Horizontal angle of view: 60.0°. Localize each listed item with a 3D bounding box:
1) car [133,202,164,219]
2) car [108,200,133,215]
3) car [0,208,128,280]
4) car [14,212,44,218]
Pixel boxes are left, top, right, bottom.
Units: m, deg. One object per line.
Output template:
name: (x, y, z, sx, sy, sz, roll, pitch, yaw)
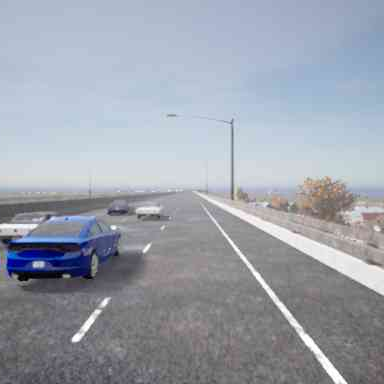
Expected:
car: (-3.460, 1.535, 28.363, 1.895, 1.301, 4.718, 0, 0, 0)
car: (-6.970, 1.489, 33.013, 1.994, 1.385, 4.181, 0, 0, 0)
car: (-3.419, 1.457, 9.883, 1.882, 1.535, 5.008, 0, 0, 0)
car: (-6.932, 1.571, 15.361, 1.895, 1.301, 4.718, 0, 0, 0)
